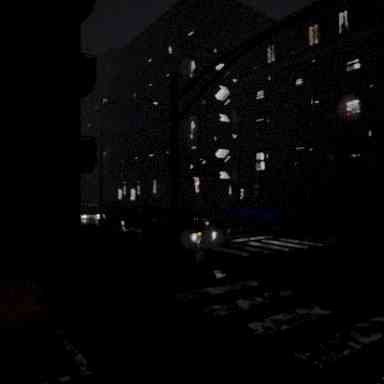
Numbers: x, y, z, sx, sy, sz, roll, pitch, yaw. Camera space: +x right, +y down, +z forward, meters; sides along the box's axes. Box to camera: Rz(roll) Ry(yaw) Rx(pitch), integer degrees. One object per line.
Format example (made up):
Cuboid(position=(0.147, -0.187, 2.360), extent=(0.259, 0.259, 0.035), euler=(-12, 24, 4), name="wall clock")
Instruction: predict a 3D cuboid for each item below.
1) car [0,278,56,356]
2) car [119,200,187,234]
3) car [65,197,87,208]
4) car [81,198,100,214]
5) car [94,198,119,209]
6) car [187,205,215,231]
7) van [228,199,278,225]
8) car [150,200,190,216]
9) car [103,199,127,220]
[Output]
Cuboid(position=(-4.132, 1.515, 3.620), extent=(4.829, 1.417, 1.752), euler=(1, -1, -35), name="car")
Cuboid(position=(-2.410, 1.515, 19.618), extent=(1.967, 1.590, 4.097), euler=(0, 0, -36), name="car")
Cuboid(position=(-17.721, 1.534, 50.622), extent=(1.882, 1.535, 5.008), euler=(0, 0, -36), name="car")
Cuboid(position=(-11.933, 1.533, 37.193), extent=(1.882, 1.535, 5.008), euler=(0, 0, -36), name="car")
Cuboid(position=(-12.219, 1.603, 47.443), extent=(1.887, 1.381, 4.507), euler=(0, 0, -36), name="car")
Cuboid(position=(-0.543, 1.567, 21.452), extent=(2.128, 1.511, 4.902), euler=(0, 0, -36), name="car")
Cuboid(position=(4.389, 1.421, 24.519), extent=(1.690, 1.788, 3.998), euler=(0, 0, -36), name="van")
Cuboid(position=(-2.355, 1.590, 33.827), extent=(1.752, 1.417, 4.829), euler=(0, 0, -36), name="car")
Cuboid(position=(-5.941, 1.627, 28.897), extent=(1.994, 1.385, 4.181), euler=(0, 0, -37), name="car")
